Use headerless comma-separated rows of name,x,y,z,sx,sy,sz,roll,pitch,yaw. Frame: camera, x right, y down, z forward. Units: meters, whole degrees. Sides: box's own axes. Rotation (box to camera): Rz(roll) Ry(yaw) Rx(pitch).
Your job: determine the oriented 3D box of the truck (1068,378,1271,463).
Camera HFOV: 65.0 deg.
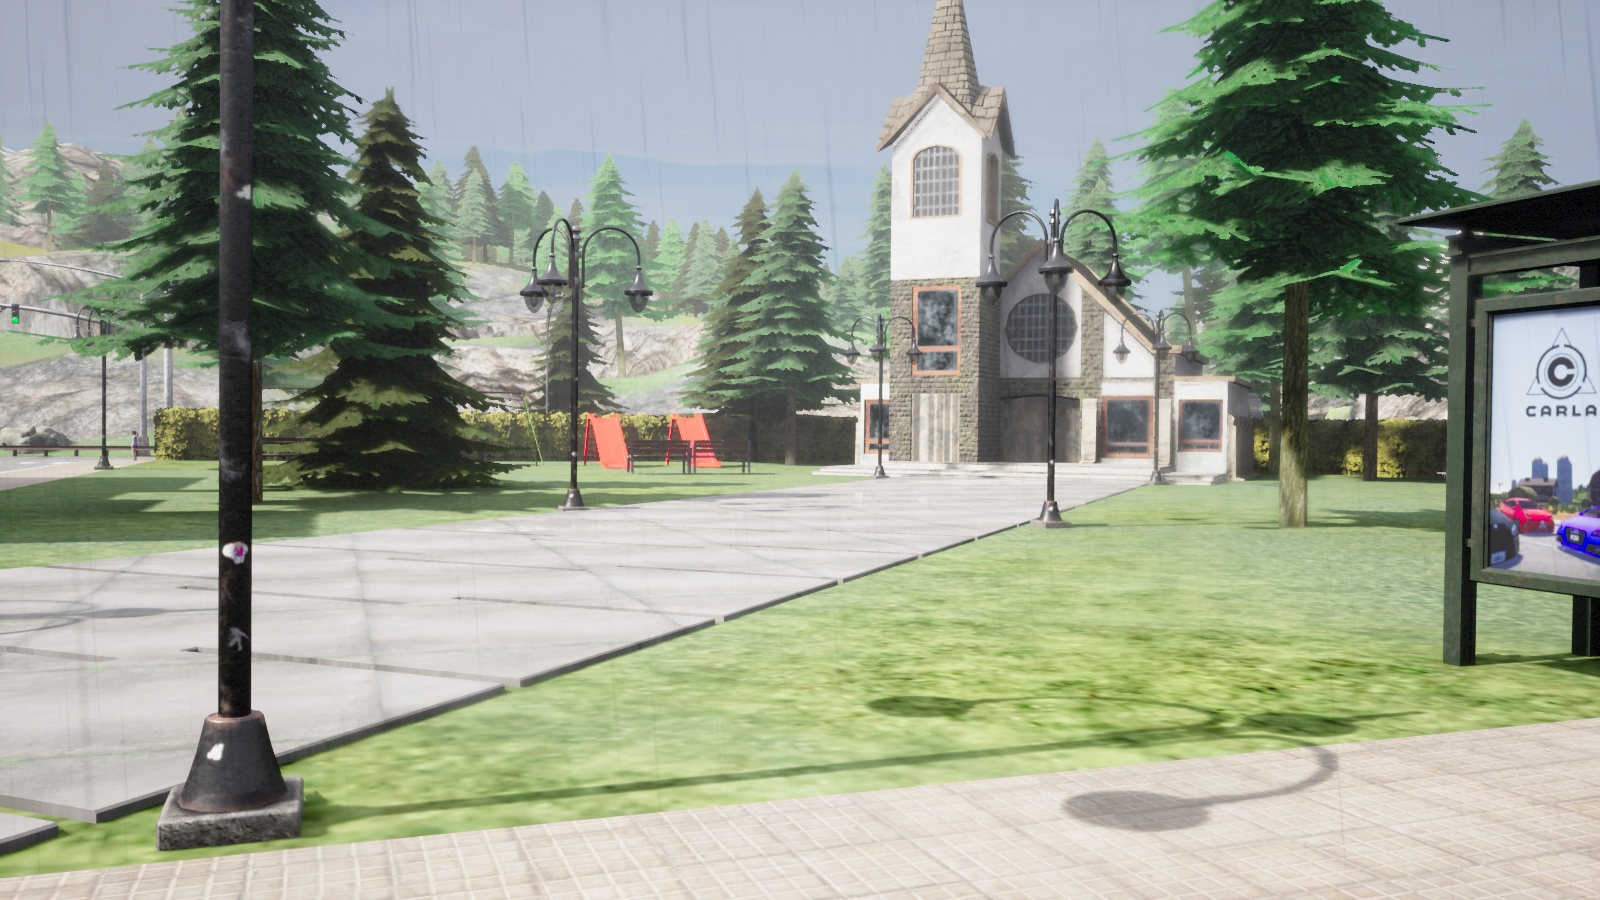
truck,15.950,-1.243,54.490,7.936,3.462,2.891,0,1,32
